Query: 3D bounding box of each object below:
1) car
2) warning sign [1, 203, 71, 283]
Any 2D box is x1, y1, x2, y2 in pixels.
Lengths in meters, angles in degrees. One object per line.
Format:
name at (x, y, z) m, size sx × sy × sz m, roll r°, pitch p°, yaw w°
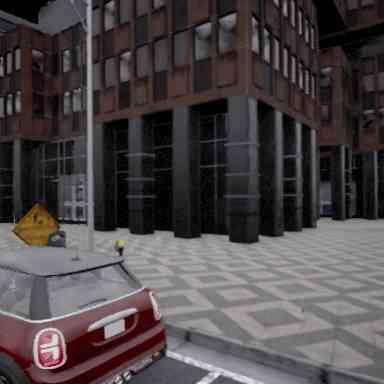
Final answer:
car at (-2.400, 1.506, 4.672) m, size 4.097 × 1.590 × 1.967 m, roll -1°, pitch 0°, yaw 36°
warning sign at (-4.045, 1.234, 8.689) m, size 1.060 × 1.860 × 1.300 m, roll -1°, pitch -1°, yaw 36°
